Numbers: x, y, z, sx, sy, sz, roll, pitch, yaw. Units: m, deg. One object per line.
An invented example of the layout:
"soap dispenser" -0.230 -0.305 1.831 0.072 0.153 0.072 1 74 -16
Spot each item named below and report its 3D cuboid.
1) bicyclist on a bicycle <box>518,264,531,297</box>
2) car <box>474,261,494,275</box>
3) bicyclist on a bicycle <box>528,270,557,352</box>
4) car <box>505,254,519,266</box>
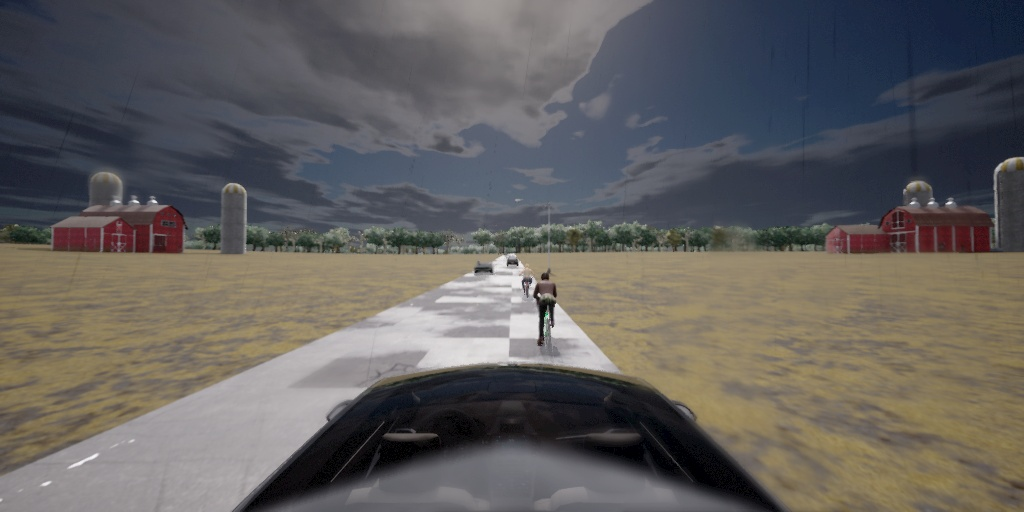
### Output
"bicyclist on a bicycle" 0.736 1.172 17.574 0.866 1.612 1.509 0 0 0
"car" -2.847 1.224 37.267 1.895 1.301 4.718 0 0 0
"bicyclist on a bicycle" 0.757 1.204 8.008 0.582 1.620 1.656 0 0 0
"car" 0.100 0.873 59.310 1.882 1.535 5.008 0 1 0
